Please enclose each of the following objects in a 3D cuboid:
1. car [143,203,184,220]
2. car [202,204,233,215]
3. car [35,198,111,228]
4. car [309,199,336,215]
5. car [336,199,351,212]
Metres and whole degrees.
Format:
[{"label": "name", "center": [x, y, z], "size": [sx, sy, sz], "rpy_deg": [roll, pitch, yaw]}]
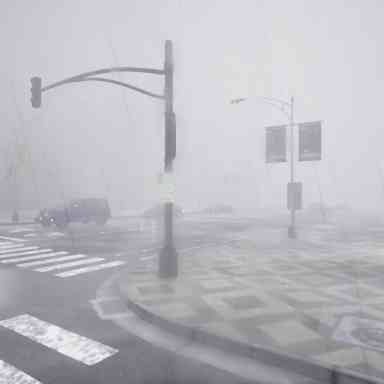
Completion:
[{"label": "car", "center": [-2.738, 1.890, 32.633], "size": [1.837, 1.490, 4.892], "rpy_deg": [0, -1, 36]}, {"label": "car", "center": [3.190, 2.135, 41.014], "size": [1.895, 1.301, 4.718], "rpy_deg": [0, -1, 35]}, {"label": "car", "center": [-8.512, 1.461, 24.466], "size": [2.150, 2.045, 5.566], "rpy_deg": [0, -1, 35]}, {"label": "car", "center": [16.619, 2.036, 42.801], "size": [2.097, 1.767, 4.553], "rpy_deg": [0, -1, 35]}, {"label": "car", "center": [24.580, 2.381, 54.078], "size": [2.128, 1.511, 4.902], "rpy_deg": [0, -1, 35]}]
